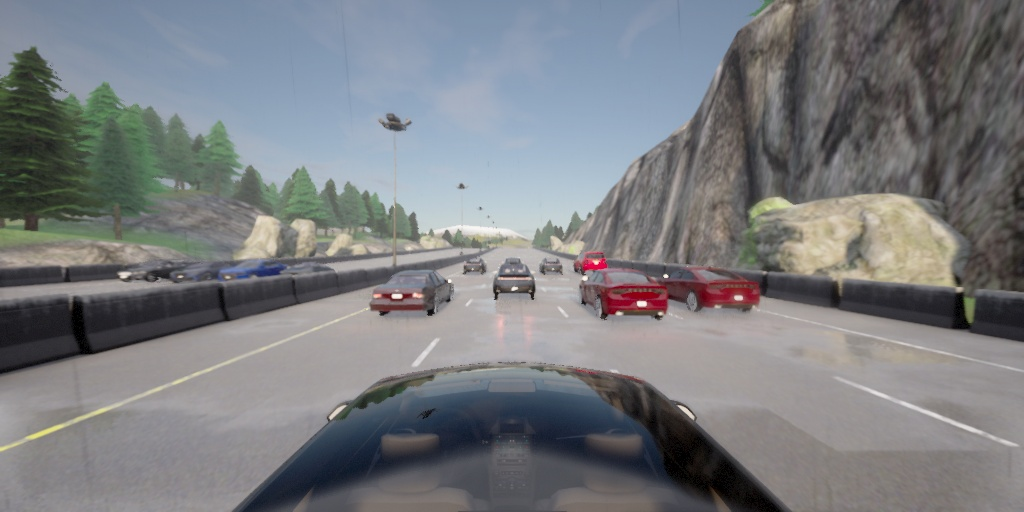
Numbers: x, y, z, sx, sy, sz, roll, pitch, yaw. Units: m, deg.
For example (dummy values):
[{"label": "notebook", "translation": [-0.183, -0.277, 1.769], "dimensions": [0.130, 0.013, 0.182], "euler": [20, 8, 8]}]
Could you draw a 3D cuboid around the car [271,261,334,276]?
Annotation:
[{"label": "car", "translation": [-14.101, 1.099, 24.826], "dimensions": [1.994, 1.385, 4.181], "euler": [0, 1, 0]}]

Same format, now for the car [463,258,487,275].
[{"label": "car", "translation": [-3.404, 0.895, 33.592], "dimensions": [2.128, 1.511, 4.902], "euler": [0, 1, 0]}]

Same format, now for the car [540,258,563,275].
[{"label": "car", "translation": [3.596, 0.896, 33.588], "dimensions": [2.128, 1.511, 4.902], "euler": [0, 1, 0]}]

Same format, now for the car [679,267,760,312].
[{"label": "car", "translation": [7.099, 1.140, 13.701], "dimensions": [1.882, 1.535, 5.008], "euler": [0, 1, 0]}]

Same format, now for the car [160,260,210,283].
[{"label": "car", "translation": [-21.101, 1.099, 24.800], "dimensions": [1.994, 1.385, 4.181], "euler": [0, 1, 0]}]

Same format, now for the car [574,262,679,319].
[{"label": "car", "translation": [3.599, 1.152, 12.415], "dimensions": [1.882, 1.535, 5.008], "euler": [0, 1, 0]}]

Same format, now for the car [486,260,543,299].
[{"label": "car", "translation": [0.098, 1.120, 17.148], "dimensions": [2.128, 1.511, 4.902], "euler": [0, 1, 0]}]

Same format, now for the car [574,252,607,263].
[{"label": "car", "translation": [7.096, 0.639, 32.814], "dimensions": [2.150, 2.045, 5.566], "euler": [0, 1, 0]}]

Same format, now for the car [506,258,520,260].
[{"label": "car", "translation": [0.096, 0.907, 33.715], "dimensions": [1.837, 1.490, 4.892], "euler": [0, 1, 0]}]

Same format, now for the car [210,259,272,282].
[{"label": "car", "translation": [-17.601, 1.014, 24.706], "dimensions": [1.882, 1.535, 5.008], "euler": [0, 1, 0]}]

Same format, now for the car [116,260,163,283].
[{"label": "car", "translation": [-24.601, 1.021, 25.181], "dimensions": [2.128, 1.511, 4.902], "euler": [0, 1, 0]}]

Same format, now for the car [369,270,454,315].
[{"label": "car", "translation": [-3.401, 1.215, 13.117], "dimensions": [2.033, 1.411, 5.357], "euler": [0, 1, 0]}]
